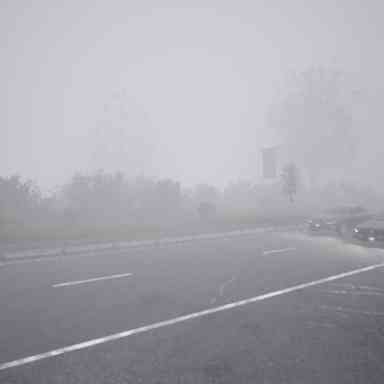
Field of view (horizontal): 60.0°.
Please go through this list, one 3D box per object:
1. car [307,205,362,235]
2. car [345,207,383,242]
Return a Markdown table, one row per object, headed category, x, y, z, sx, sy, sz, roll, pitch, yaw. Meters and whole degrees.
| category | x | y | z | sx | sy | sz | roll | pitch | yaw |
| --- | --- | --- | --- | --- | --- | --- | --- | --- | --- |
| car | 8.554 | 1.511 | 18.914 | 4.892 | 1.490 | 1.837 | 0 | 0 | -36 |
| car | 9.536 | 1.552 | 15.288 | 5.357 | 1.411 | 2.033 | 0 | 0 | -36 |
